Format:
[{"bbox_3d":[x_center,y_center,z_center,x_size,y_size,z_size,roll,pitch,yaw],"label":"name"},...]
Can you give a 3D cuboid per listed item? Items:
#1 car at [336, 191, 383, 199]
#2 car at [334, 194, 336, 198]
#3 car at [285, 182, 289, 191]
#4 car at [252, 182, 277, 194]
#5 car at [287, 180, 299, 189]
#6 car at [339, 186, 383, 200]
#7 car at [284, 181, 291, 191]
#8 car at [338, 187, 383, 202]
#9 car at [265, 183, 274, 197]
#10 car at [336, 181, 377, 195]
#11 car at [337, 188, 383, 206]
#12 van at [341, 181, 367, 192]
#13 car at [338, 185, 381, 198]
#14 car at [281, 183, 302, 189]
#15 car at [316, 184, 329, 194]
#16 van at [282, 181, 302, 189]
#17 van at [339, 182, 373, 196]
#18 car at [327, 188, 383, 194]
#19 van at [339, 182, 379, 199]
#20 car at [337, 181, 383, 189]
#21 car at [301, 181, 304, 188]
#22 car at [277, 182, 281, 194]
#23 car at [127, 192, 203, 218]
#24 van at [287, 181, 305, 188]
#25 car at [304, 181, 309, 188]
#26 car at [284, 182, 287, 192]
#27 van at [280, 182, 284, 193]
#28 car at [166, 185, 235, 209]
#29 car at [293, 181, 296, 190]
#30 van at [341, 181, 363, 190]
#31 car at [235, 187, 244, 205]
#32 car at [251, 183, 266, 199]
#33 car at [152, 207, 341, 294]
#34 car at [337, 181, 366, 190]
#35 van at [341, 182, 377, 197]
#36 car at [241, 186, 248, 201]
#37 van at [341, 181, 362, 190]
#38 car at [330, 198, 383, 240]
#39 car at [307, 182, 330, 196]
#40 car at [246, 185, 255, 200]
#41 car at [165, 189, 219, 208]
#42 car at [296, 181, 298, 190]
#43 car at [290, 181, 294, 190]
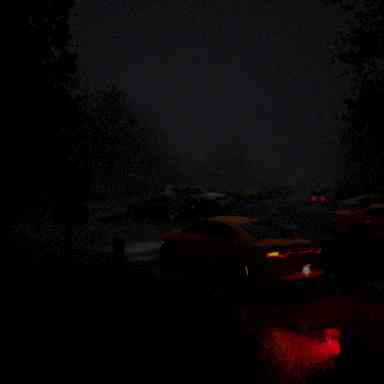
[{"bbox_3d":[9.966,1.026,16.930,4.553,1.767,2.185,1,3,24],"label":"car"},{"bbox_3d":[10.990,1.065,19.375,4.792,1.488,2.163,1,3,24],"label":"car"},{"bbox_3d":[13.756,-0.588,57.622,4.792,1.488,2.163,1,2,24],"label":"car"},{"bbox_3d":[9.286,-0.351,47.461,4.553,1.767,2.185,1,3,24],"label":"car"},{"bbox_3d":[19.272,-1.109,70.350,5.366,1.575,1.946,1,2,24],"label":"car"},{"bbox_3d":[20.074,0.117,39.558,4.792,1.488,2.163,1,3,24],"label":"car"},{"bbox_3d":[14.888,-0.685,60.155,4.792,1.488,2.163,1,2,24],"label":"car"},{"bbox_3d":[18.998,0.221,37.150,4.792,1.488,2.163,1,3,24],"label":"car"},{"bbox_3d":[7.165,-0.014,42.343,5.366,1.575,1.946,1,3,24],"label":"car"},{"bbox_3d":[25.666,-0.658,52.205,5.566,2.045,2.435,1,2,24],"label":"car"},{"bbox_3d":[16.636,0.460,32.006,4.792,1.488,2.163,1,3,24],"label":"car"},{"bbox_3d":[31.496,-1.119,64.901,4.442,1.987,1.878,1,2,24],"label":"van"},{"bbox_3d":[22.309,-0.115,44.619,5.008,1.535,2.097,1,2,24],"label":"car"},{"bbox_3d":[23.971,-1.452,80.408,4.674,1.452,2.002,1,2,24],"label":"car"},{"bbox_3d":[22.385,-0.590,56.909,1.882,1.535,5.008,1,2,24],"label":"car"},{"bbox_3d":[24.994,-1.817,82.980,4.442,1.987,1.878,1,2,24],"label":"van"},{"bbox_3d":[24.456,-0.537,49.715,4.442,1.987,1.878,1,2,24],"label":"van"},{"bbox_3d":[13.106,0.788,24.490,5.366,1.575,1.946,1,3,24],"label":"car"},{"bbox_3d":[21.070,-0.242,42.114,4.442,1.987,1.878,1,3,24],"label":"van"},{"bbox_3d":[15.558,0.301,29.444,5.566,2.045,2.435,1,3,24],"label":"car"},{"bbox_3d":[22.832,-1.395,77.877,5.008,1.535,2.097,1,2,24],"label":"car"},{"bbox_3d":[10.415,-0.296,49.998,4.792,1.488,2.163,1,2,24],"label":"car"},{"bbox_3d":[-2.083,0.978,22.176,4.792,1.488,2.163,1,3,24],"label":"car"},{"bbox_3d":[28.382,-2.034,90.567,4.442,1.987,1.878,1,1,24],"label":"van"},{"bbox_3d":[26.258,-1.937,85.453,5.566,2.045,2.435,1,2,24],"label":"car"},{"bbox_3d":[12.625,-0.491,55.089,4.792,1.488,2.163,1,2,24],"label":"car"},{"bbox_3d":[11.626,-0.647,52.487,4.442,1.987,1.878,1,2,24],"label":"van"},{"bbox_3d":[0.232,0.456,27.204,5.566,2.045,2.435,1,3,24],"label":"car"},{"bbox_3d":[17.184,-0.908,65.206,4.892,1.521,2.231,1,2,24],"label":"car"},{"bbox_3d":[36.014,-1.507,75.012,4.442,1.987,1.878,1,2,24],"label":"van"},{"bbox_3d":[1.508,0.585,29.684,5.366,1.575,1.946,1,3,24],"label":"car"},{"bbox_3d":[5.745,0.091,40.074,5.366,1.575,1.946,1,3,24],"label":"car"},{"bbox_3d":[0.942,1.356,8.600,1.882,1.535,5.008,2,-1,-32],"label":"car"},{"bbox_3d":[34.752,-1.438,72.542,5.566,2.045,2.435,1,2,24],"label":"car"},{"bbox_3d":[23.540,-0.436,47.092,4.442,1.987,1.878,1,2,24],"label":"van"},{"bbox_3d":[2.476,0.465,32.289,4.892,1.521,2.231,1,3,24],"label":"car"},{"bbox_3d":[37.092,-1.600,77.425,4.442,1.987,1.878,1,2,24],"label":"van"},{"bbox_3d":[8.804,1.272,14.422,5.008,1.535,2.097,1,3,24],"label":"car"},{"bbox_3d":[18.187,-0.216,47.514,2.128,1.511,4.902,1,2,24],"label":"car"},{"bbox_3d":[3.433,0.336,34.899,5.366,1.575,1.946,1,3,24],"label":"car"},{"bbox_3d":[-0.920,0.827,24.693,5.008,1.535,2.097,1,3,24],"label":"car"},{"bbox_3d":[18.304,-1.005,67.744,4.892,1.521,2.231,1,2,24],"label":"car"},{"bbox_3d":[15.877,-0.818,62.751,5.366,1.575,1.946,1,2,24],"label":"car"}]
